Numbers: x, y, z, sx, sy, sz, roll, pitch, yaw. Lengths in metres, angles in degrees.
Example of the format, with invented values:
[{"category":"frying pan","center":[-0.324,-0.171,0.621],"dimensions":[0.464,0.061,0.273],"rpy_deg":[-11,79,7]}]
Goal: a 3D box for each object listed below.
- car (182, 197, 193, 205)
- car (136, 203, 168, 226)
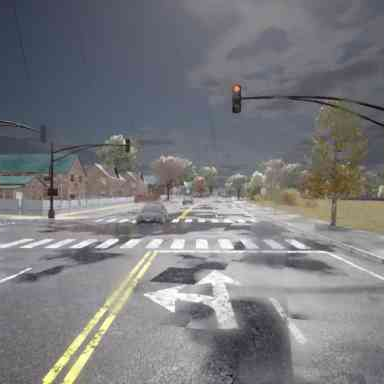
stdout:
[{"category":"car","center":[-0.783,1.641,61.995],"dimensions":[1.812,1.442,4.674],"rpy_deg":[0,0,4]},{"category":"car","center":[-2.789,1.581,23.969],"dimensions":[1.837,1.490,4.892],"rpy_deg":[0,0,2]}]
